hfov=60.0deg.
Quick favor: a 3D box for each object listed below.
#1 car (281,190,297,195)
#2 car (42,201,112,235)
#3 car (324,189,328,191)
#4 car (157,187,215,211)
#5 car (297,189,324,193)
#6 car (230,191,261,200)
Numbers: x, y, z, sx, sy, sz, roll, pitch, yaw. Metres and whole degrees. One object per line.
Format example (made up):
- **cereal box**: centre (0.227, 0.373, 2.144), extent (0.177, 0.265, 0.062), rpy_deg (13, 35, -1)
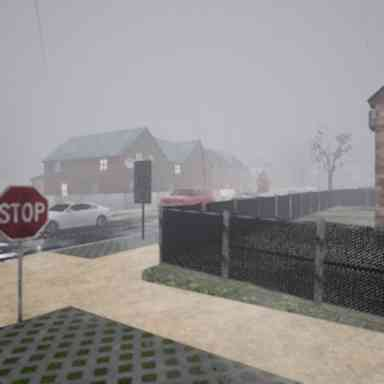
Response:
- **car**: centre (13.981, 0.404, 46.912), extent (1.994, 1.385, 4.181), rpy_deg (0, 1, 34)
- **car**: centre (-6.166, 1.201, 16.808), extent (1.812, 1.442, 4.674), rpy_deg (0, 2, 36)
- **car**: centre (21.586, 0.198, 53.237), extent (1.994, 1.385, 4.181), rpy_deg (0, 1, 34)
- **car**: centre (-0.282, 0.644, 25.577), extent (2.150, 2.045, 5.566), rpy_deg (0, 1, 34)
- **car**: centre (16.061, 0.376, 44.892), extent (1.812, 1.442, 4.674), rpy_deg (0, 1, 33)
- **car**: centre (5.561, 0.665, 34.366), extent (2.128, 1.511, 4.902), rpy_deg (0, 1, 34)
